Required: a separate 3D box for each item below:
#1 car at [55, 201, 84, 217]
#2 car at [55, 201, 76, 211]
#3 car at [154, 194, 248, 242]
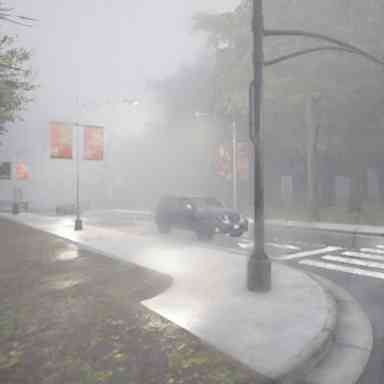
[{"bbox_3d":[-12.939,1.876,34.992,1.895,1.301,4.718,-1,-1,-35],"label":"car"},{"bbox_3d":[-18.533,2.033,48.624,1.994,1.385,4.181,-1,-1,-35],"label":"car"},{"bbox_3d":[0.240,1.144,16.472,2.150,2.045,5.566,0,0,-37],"label":"car"}]
